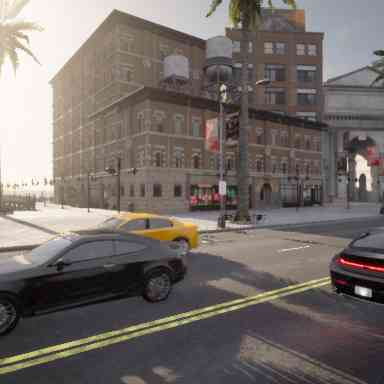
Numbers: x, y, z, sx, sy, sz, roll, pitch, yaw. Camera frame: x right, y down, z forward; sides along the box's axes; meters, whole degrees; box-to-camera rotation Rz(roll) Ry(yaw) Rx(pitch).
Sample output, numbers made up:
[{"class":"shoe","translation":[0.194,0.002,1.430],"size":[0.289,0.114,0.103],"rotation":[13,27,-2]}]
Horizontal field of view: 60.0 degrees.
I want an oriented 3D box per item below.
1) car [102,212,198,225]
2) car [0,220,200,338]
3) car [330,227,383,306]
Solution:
[{"class":"car","translation":[-2.070,1.477,11.088],"size":[5.008,1.535,1.882],"rotation":[0,0,-35]},{"class":"car","translation":[-2.236,1.526,6.674],"size":[4.674,1.442,1.812],"rotation":[0,0,-35]},{"class":"car","translation":[4.984,1.505,7.265],"size":[4.892,1.490,1.837],"rotation":[0,0,-36]}]
